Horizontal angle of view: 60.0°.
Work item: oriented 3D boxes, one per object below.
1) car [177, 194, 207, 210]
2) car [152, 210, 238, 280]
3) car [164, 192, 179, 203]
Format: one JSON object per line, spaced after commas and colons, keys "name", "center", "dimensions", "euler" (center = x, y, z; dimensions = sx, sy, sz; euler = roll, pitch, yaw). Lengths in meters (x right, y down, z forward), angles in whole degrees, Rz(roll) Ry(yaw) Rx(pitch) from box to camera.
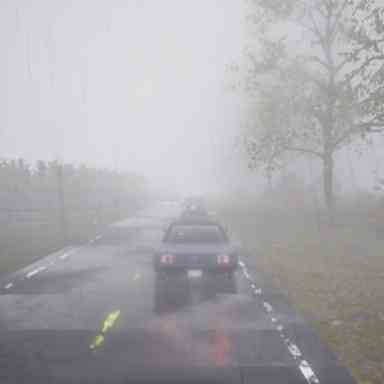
{"name": "car", "center": [0.181, 1.062, 25.054], "dimensions": [2.033, 1.411, 5.357], "euler": [0, 1, 1]}
{"name": "car", "center": [0.106, 1.421, 9.356], "dimensions": [1.895, 1.301, 4.718], "euler": [0, 1, 1]}
{"name": "car", "center": [-2.629, 0.680, 44.860], "dimensions": [1.994, 1.385, 4.181], "euler": [0, 1, 0]}
